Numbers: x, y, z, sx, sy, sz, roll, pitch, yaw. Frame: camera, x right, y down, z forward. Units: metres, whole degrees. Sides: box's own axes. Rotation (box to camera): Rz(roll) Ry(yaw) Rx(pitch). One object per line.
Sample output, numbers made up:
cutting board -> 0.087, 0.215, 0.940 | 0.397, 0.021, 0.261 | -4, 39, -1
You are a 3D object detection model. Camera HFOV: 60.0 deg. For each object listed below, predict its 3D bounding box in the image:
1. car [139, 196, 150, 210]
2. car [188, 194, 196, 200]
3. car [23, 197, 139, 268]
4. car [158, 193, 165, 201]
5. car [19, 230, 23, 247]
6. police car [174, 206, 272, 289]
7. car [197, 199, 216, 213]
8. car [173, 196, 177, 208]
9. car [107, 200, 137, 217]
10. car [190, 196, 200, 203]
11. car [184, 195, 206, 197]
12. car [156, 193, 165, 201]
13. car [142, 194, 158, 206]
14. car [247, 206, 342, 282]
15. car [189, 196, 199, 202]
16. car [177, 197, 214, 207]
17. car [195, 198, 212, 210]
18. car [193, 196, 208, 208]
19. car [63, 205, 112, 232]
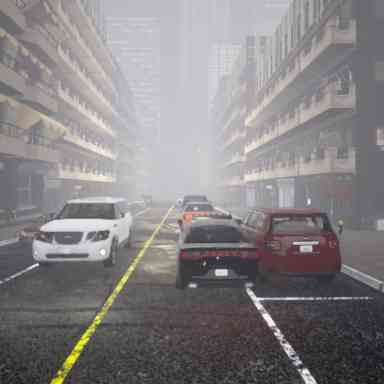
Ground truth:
car -> -6.947, 1.541, 42.990 | 2.008, 1.369, 4.403 | -1, 0, -2
car -> -0.050, 1.426, 93.604 | 1.967, 1.590, 4.097 | -1, 0, -2
car -> -3.427, 1.218, 11.652 | 2.150, 2.045, 5.566 | 0, 0, -2
car -> -8.098, 1.537, 82.187 | 2.008, 1.369, 4.403 | -1, 0, -2
car -> -6.125, 1.578, 14.992 | 1.802, 1.307, 4.206 | -1, 0, -2
police car -> 0.542, 1.423, 9.301 | 1.930, 1.638, 5.238 | 0, 0, -1
car -> 1.589, 1.517, 37.778 | 1.752, 1.417, 4.829 | -1, 0, -2
car -> -1.304, 1.591, 45.463 | 1.895, 1.301, 4.718 | 0, 0, -1
car -> -6.618, 1.544, 31.791 | 2.008, 1.369, 4.403 | -1, 0, -2
car -> 0.609, 1.553, 71.205 | 1.947, 1.339, 4.313 | -1, 0, -2
car -> 0.178, 1.219, 25.212 | 2.150, 2.045, 5.566 | 0, 0, -2
car -> -8.265, 1.301, 87.788 | 2.192, 1.841, 5.009 | -1, 0, -2
car -> -7.279, 1.304, 54.189 | 2.192, 1.841, 5.009 | -1, 0, -2
car -> 2.413, 1.313, 9.610 | 2.192, 1.841, 5.009 | -1, 0, -2
car -> 0.444, 1.538, 76.806 | 2.008, 1.369, 4.403 | -1, 0, -2
car -> 0.355, 1.347, 19.155 | 2.097, 1.767, 4.553 | 0, 0, -2
car -> 1.430, 1.557, 43.207 | 1.947, 1.339, 4.313 | -1, 0, -2
car -> 1.264, 1.430, 48.807 | 1.967, 1.590, 4.097 | -1, 0, -2
car -> -6.290, 1.577, 20.592 | 1.802, 1.307, 4.206 | -1, 0, -2
